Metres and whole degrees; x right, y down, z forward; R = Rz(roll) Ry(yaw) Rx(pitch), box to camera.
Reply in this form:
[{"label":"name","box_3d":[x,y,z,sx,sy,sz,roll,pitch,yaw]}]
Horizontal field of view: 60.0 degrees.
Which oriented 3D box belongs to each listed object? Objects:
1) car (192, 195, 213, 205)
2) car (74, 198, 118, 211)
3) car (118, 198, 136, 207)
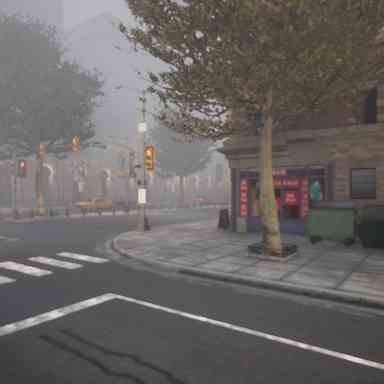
[{"label":"car","box_3d":[1.889,1.351,59.572,2.097,1.767,4.553,0,0,36]},{"label":"car","box_3d":[-11.924,1.478,40.459,1.882,1.535,5.008,0,0,36]},{"label":"car","box_3d":[-10.378,1.595,47.994,1.895,1.301,4.718,0,0,36]}]
